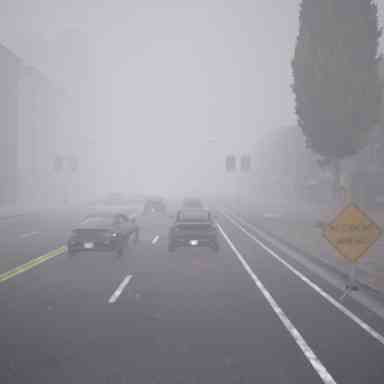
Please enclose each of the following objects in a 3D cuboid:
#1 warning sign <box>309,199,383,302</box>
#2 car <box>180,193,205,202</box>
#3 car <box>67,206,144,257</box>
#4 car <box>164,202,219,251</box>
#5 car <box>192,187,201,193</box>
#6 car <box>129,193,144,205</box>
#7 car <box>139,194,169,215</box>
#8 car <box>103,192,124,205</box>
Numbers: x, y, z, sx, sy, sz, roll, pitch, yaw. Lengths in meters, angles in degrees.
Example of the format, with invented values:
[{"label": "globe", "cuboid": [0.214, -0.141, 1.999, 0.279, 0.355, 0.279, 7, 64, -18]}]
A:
[{"label": "warning sign", "cuboid": [3.204, 1.089, 6.686, 1.300, 1.860, 1.060, -1, 0, 0]}, {"label": "car", "cuboid": [0.049, 1.154, 29.578, 1.837, 1.490, 4.892, 0, 2, 0]}, {"label": "car", "cuboid": [-3.185, 1.448, 12.543, 1.812, 1.442, 4.674, 0, 1, 0]}, {"label": "car", "cuboid": [0.068, 1.416, 13.770, 1.837, 1.490, 4.892, 0, 1, 0]}, {"label": "car", "cuboid": [1.035, -0.369, 76.633, 2.097, 1.767, 4.553, 0, 2, 0]}, {"label": "car", "cuboid": [-6.653, 0.871, 41.994, 2.033, 1.411, 5.357, 0, 2, 0]}, {"label": "car", "cuboid": [-3.199, 1.154, 29.606, 1.837, 1.490, 4.892, 0, 2, 0]}, {"label": "car", "cuboid": [-9.897, 0.827, 42.051, 1.837, 1.490, 4.892, 0, 2, 0]}]
